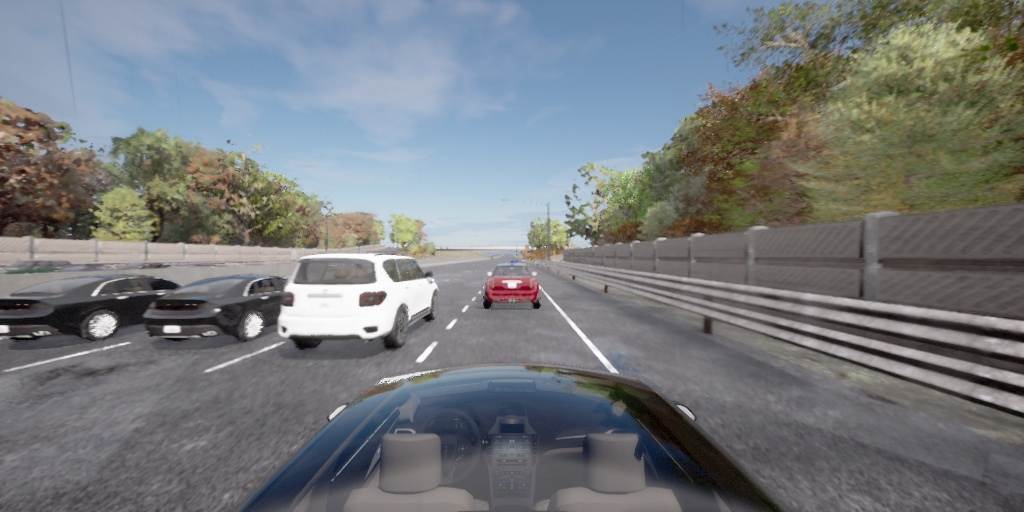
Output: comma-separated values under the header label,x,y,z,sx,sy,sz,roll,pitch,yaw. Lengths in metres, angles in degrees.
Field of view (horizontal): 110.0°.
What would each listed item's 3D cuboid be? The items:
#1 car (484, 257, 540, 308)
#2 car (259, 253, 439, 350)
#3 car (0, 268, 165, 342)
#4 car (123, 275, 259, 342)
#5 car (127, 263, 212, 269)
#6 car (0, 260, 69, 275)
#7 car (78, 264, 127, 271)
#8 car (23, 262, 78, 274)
label,x,y,z,sx,sy,sz,roll,pitch,yaw
car,0.002,1.078,15.182,2.097,1.767,4.553,0,0,0
car,-3.398,0.957,9.191,2.150,2.045,5.566,0,0,0
car,-10.397,1.239,9.717,1.837,1.490,4.892,0,0,0
car,-6.897,1.239,9.701,1.837,1.490,4.892,0,0,0
car,-21.086,1.264,23.356,2.033,1.411,5.357,0,0,0
car,-31.578,1.067,23.526,2.097,1.767,4.553,0,0,0
car,-24.582,1.221,23.654,1.837,1.490,4.892,0,0,0
car,-28.081,1.280,23.526,1.994,1.385,4.181,0,0,0
